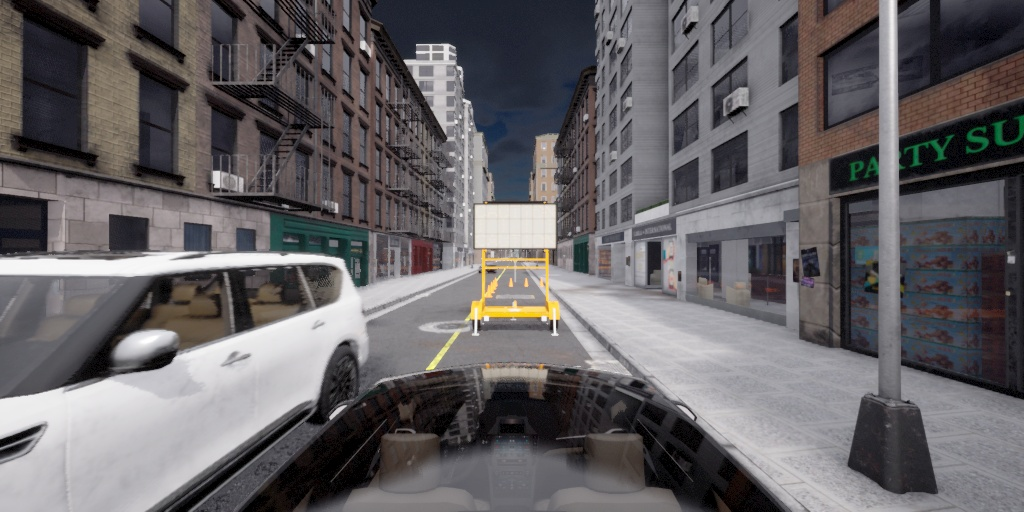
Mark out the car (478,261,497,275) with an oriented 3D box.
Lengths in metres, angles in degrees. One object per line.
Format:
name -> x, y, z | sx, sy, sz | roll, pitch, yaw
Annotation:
car -> -2.641, 1.287, 39.438 | 2.033, 1.411, 5.357 | 0, 0, 1

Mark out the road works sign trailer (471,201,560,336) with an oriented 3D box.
road works sign trailer -> 0.098, 0.214, 10.428 | 2.380, 3.560, 2.880 | 0, 0, 1

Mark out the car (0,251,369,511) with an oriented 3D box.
car -> -3.080, 0.971, 2.778 | 2.150, 2.045, 5.566 | 0, 0, 1
